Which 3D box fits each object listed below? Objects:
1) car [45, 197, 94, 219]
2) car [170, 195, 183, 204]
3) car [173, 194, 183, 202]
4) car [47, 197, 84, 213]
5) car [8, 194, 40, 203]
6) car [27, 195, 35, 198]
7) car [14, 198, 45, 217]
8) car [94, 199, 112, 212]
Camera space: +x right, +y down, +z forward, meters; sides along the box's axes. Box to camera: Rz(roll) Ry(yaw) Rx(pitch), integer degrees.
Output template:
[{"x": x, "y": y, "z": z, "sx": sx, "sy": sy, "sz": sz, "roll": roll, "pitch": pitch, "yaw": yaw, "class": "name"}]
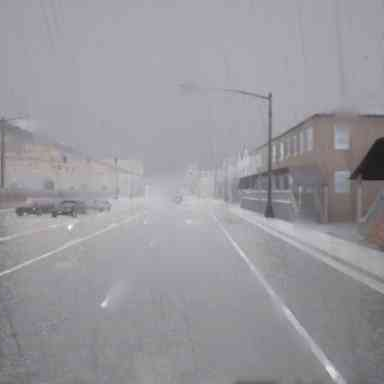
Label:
[{"x": -10.340, "y": 1.400, "z": 28.464, "sx": 1.837, "sy": 1.490, "sz": 4.892, "roll": 0, "pitch": 0, "yaw": 1, "class": "car"}, {"x": -3.069, "y": 1.524, "z": 62.497, "sx": 1.895, "sy": 1.301, "sz": 4.718, "roll": 0, "pitch": 0, "yaw": 0, "class": "car"}, {"x": -2.997, "y": 1.292, "z": 72.474, "sx": 1.812, "sy": 1.442, "sz": 4.674, "roll": 0, "pitch": 0, "yaw": 0, "class": "car"}, {"x": -13.752, "y": 1.358, "z": 36.517, "sx": 2.128, "sy": 1.511, "sz": 4.902, "roll": 0, "pitch": 0, "yaw": 0, "class": "car"}, {"x": -30.319, "y": 1.161, "z": 60.183, "sx": 2.038, "sy": 1.542, "sz": 4.974, "roll": 0, "pitch": 0, "yaw": 29, "class": "car"}, {"x": -30.342, "y": 1.004, "z": 60.138, "sx": 1.853, "sy": 1.218, "sz": 4.536, "roll": 0, "pitch": 0, "yaw": 29, "class": "car"}, {"x": -13.817, "y": 1.466, "z": 29.801, "sx": 1.895, "sy": 1.301, "sz": 4.718, "roll": 0, "pitch": 0, "yaw": 1, "class": "car"}, {"x": -10.254, "y": 1.496, "z": 36.462, "sx": 1.895, "sy": 1.301, "sz": 4.718, "roll": 0, "pitch": 0, "yaw": 0, "class": "car"}]
